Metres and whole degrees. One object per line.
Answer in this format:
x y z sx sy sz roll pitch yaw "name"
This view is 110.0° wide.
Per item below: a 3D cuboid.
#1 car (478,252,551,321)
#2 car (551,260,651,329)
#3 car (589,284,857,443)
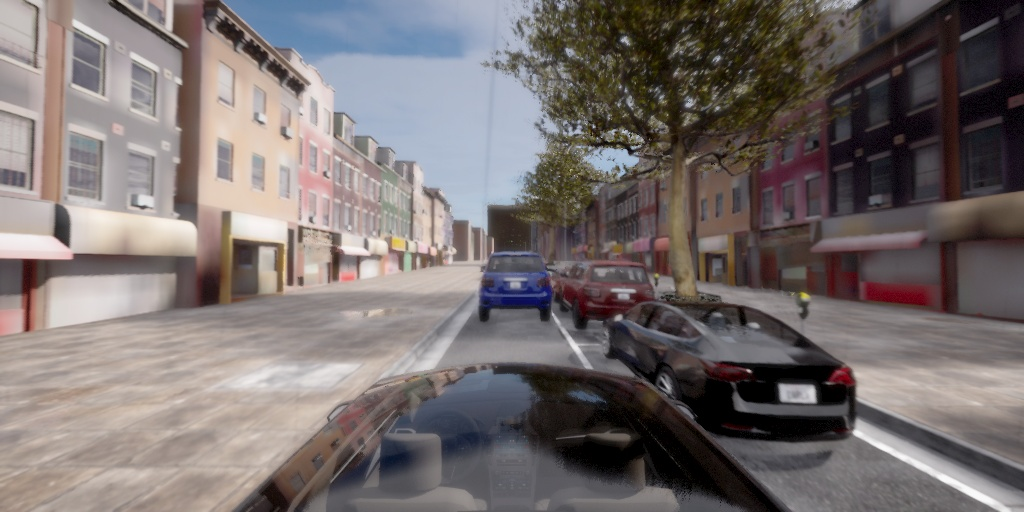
0.067 0.938 12.473 2.150 2.045 5.566 0 -1 -1 "car"
2.642 1.045 10.977 2.192 1.841 5.009 0 0 0 "car"
2.641 1.310 5.418 1.948 1.339 4.313 0 0 0 "car"
